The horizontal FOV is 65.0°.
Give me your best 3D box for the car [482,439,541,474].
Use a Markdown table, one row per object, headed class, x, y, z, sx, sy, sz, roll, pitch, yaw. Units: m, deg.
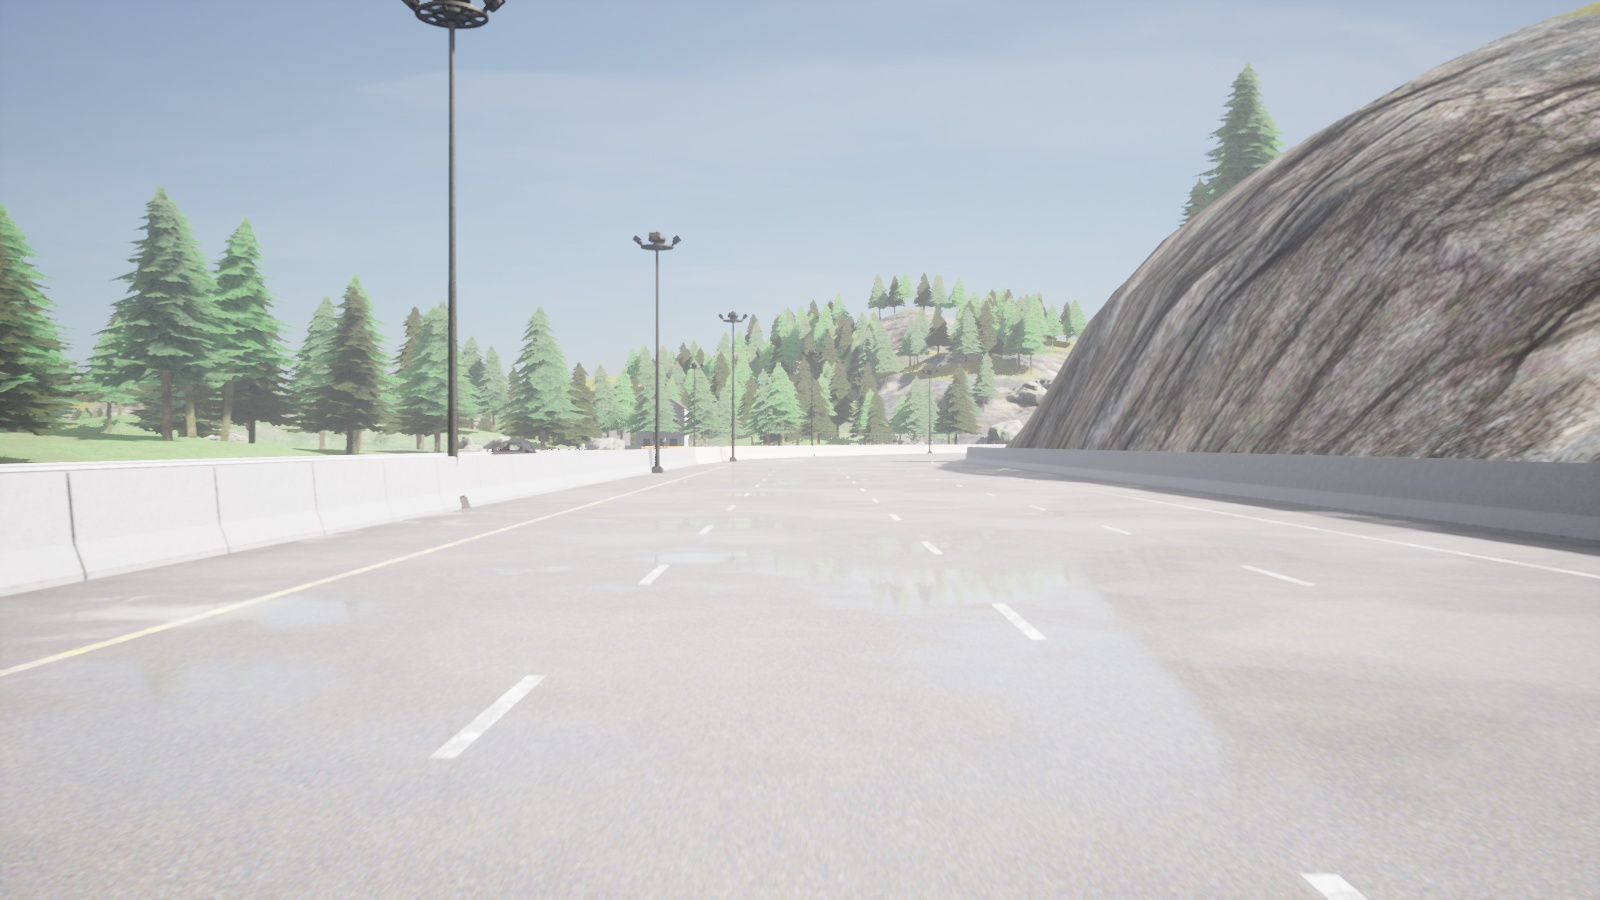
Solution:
| class | x | y | z | sx | sy | sz | roll | pitch | yaw |
| --- | --- | --- | --- | --- | --- | --- | --- | --- | --- |
| car | -13.646 | 0.298 | 59.568 | 1.851 | 1.617 | 3.988 | 0 | 0 | 0 |
